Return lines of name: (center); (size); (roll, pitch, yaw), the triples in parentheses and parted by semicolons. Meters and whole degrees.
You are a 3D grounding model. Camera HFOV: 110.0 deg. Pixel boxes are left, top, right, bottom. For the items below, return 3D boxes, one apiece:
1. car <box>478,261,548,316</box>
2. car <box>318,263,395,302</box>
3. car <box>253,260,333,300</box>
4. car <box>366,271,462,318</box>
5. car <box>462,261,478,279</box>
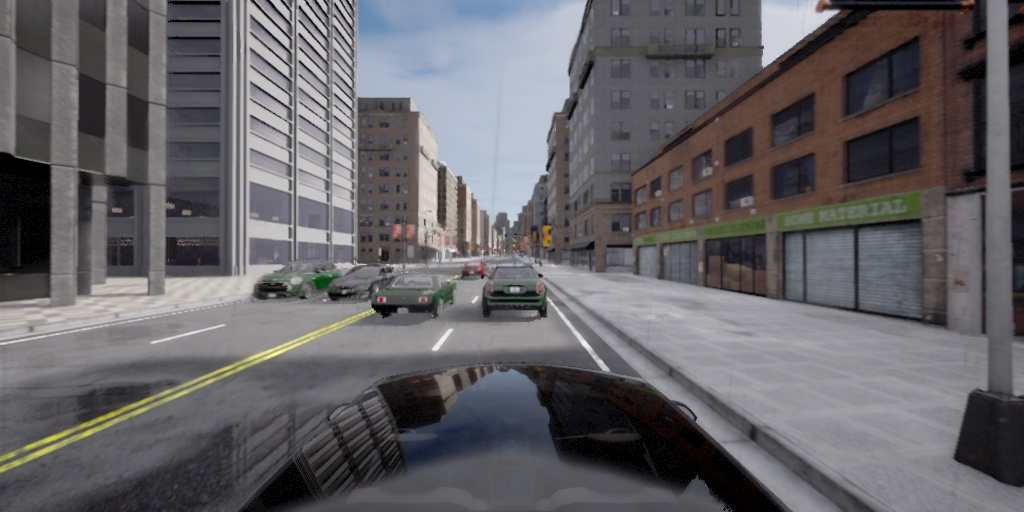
car: (0.094, 1.037, 13.080); (2.097, 1.767, 4.553); (0, 0, 0)
car: (-6.596, 1.169, 16.552); (1.837, 1.490, 4.892); (0, 0, 0)
car: (-9.844, 1.014, 16.946); (2.097, 1.767, 4.553); (0, 0, 0)
car: (-3.154, 1.288, 12.627); (1.895, 1.301, 4.718); (0, 0, 0)
car: (-3.144, 1.107, 30.432); (1.812, 1.442, 4.674); (0, 0, 0)
